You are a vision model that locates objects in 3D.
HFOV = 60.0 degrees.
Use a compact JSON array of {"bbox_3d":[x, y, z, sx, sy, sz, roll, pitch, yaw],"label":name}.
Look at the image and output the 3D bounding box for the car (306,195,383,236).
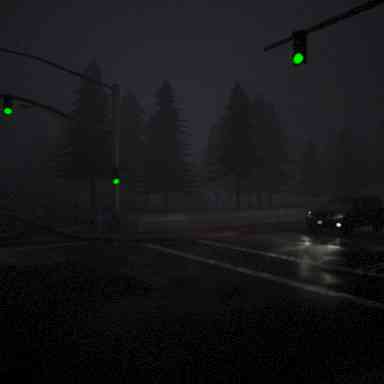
[{"bbox_3d":[8.906,1.224,18.942,5.566,2.045,2.150,0,0,-35],"label":"car"}]
